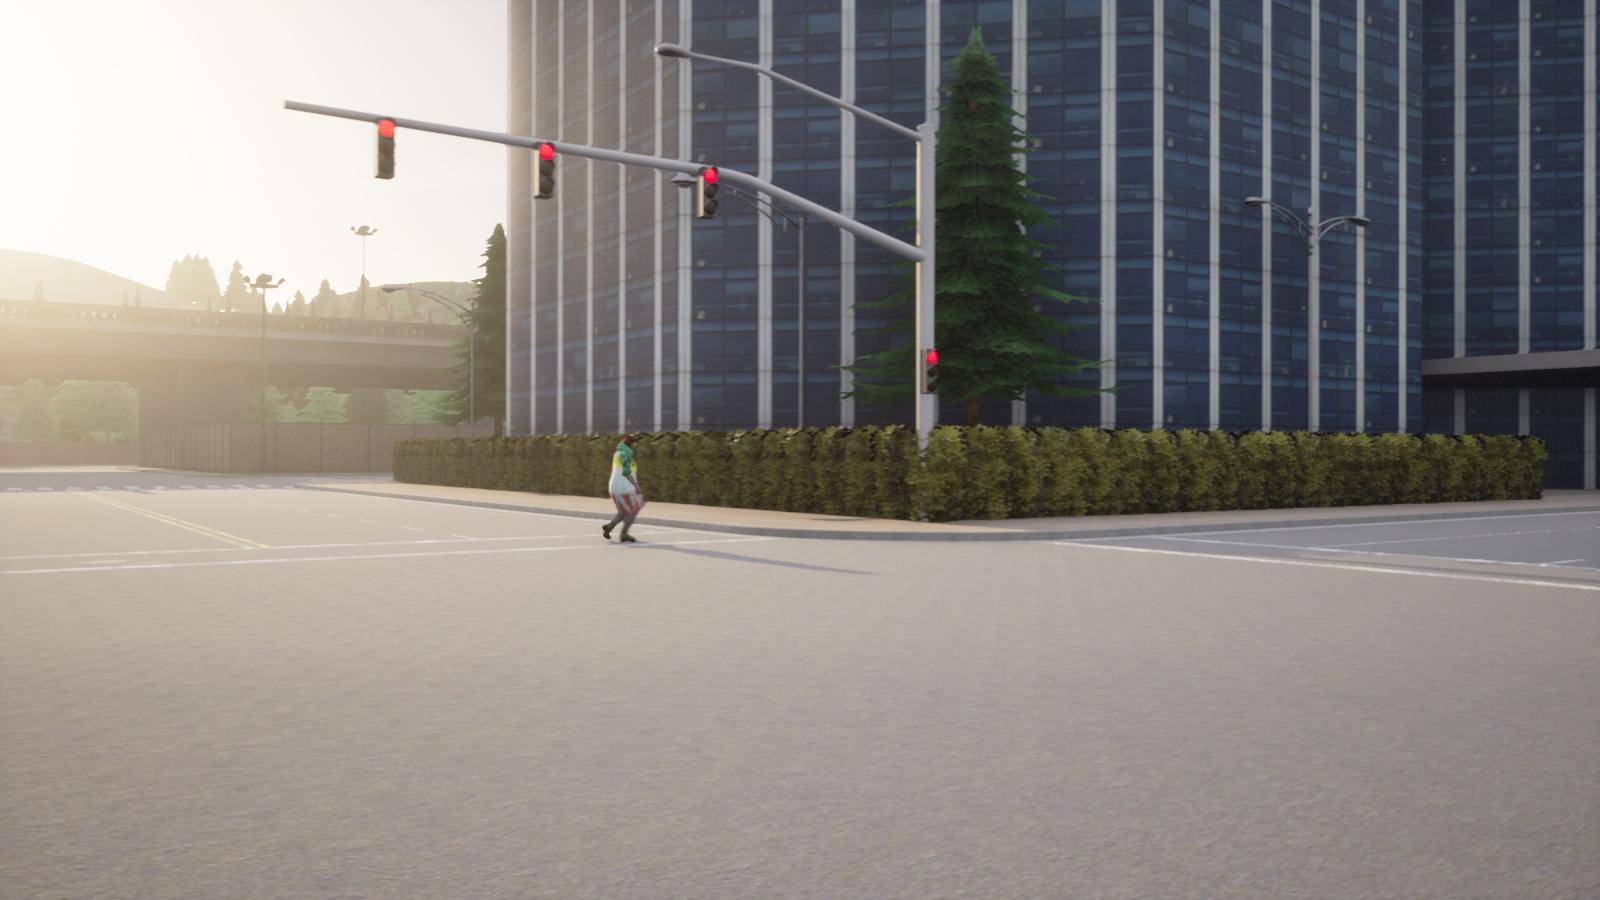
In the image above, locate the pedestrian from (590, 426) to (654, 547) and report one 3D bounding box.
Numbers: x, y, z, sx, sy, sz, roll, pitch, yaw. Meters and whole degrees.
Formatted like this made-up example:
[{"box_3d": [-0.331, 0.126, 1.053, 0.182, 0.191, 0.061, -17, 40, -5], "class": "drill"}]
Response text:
[{"box_3d": [-2.951, 0.589, 20.829, 0.873, 1.952, 0.659, 0, 0, -27], "class": "pedestrian"}]
